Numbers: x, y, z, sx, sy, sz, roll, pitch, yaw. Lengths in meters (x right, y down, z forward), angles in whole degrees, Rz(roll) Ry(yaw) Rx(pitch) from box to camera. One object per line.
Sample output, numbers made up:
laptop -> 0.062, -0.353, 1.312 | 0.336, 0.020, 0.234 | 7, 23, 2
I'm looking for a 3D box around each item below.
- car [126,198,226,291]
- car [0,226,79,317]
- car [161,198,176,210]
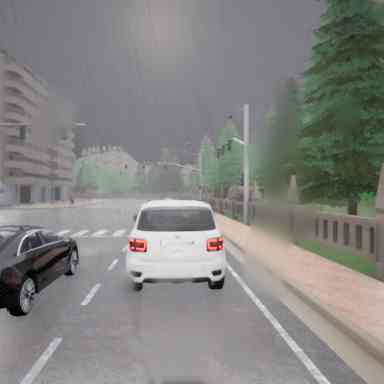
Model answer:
car -> -0.480, 1.221, 9.186 | 2.150, 2.045, 5.566 | 0, 0, -4
car -> -3.971, 1.491, 7.405 | 2.128, 1.511, 4.902 | 0, 0, -3
car -> -3.166, 1.524, 44.422 | 1.812, 1.442, 4.674 | 0, 0, -4
